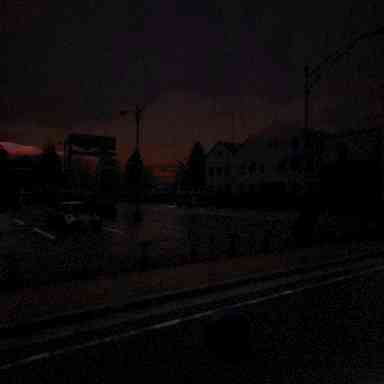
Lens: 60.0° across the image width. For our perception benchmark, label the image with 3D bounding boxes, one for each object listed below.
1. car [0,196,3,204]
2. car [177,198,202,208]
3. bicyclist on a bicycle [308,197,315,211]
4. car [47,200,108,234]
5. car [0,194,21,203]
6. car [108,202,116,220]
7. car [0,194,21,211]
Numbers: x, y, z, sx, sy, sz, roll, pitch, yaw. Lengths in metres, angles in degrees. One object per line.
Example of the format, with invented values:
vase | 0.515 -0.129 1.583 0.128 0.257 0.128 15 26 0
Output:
car | -39.987 1.533 65.535 4.611 1.667 2.242 0 0 -36
car | -0.358 1.529 48.245 1.812 1.442 4.674 0 0 -35
bicyclist on a bicycle | 12.847 1.328 36.210 1.656 1.620 0.582 0 0 -35
car | -6.150 1.280 17.286 1.970 1.475 3.806 0 0 -36
car | -39.752 1.394 72.664 3.866 1.878 1.905 0 0 -36
car | -7.273 1.370 25.150 2.007 1.523 4.514 0 0 -36
car | -20.647 1.125 37.566 1.905 1.878 3.866 0 0 -36
